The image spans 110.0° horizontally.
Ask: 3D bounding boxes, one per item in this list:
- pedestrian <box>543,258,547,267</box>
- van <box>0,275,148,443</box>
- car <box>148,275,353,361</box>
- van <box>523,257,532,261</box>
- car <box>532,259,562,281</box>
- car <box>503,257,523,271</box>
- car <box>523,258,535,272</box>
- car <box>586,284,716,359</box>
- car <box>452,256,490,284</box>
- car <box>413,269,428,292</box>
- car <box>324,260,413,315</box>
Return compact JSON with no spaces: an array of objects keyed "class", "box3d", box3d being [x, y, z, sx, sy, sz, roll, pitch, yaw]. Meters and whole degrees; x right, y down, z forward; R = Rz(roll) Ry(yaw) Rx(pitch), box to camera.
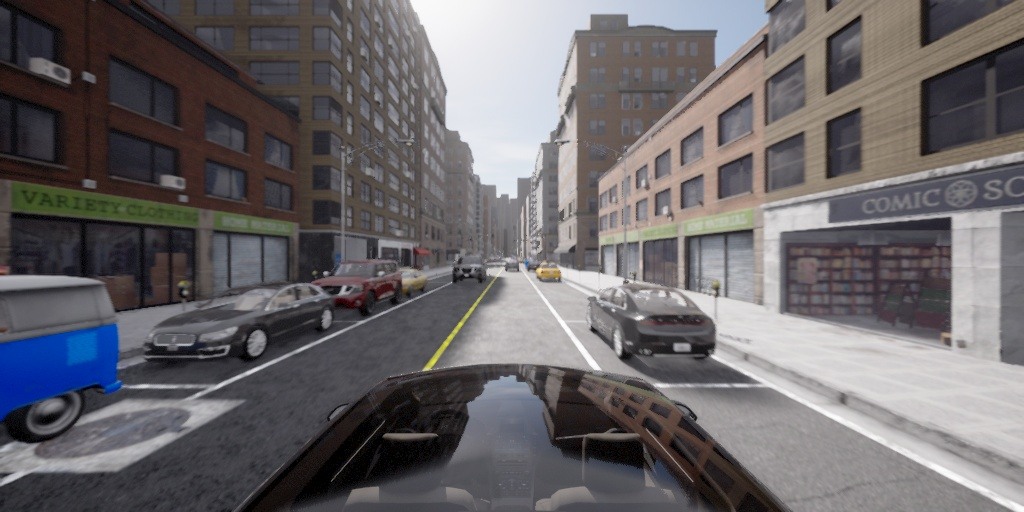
[{"class":"pedestrian","box3d":[2.994,1.071,32.967,0.375,1.860,0.375,0,0,-10]},{"class":"van","box3d":[-5.669,1.091,2.719,1.690,1.789,3.998,0,0,0]},{"class":"car","box3d":[-5.669,1.300,8.170,2.007,1.370,4.403,0,0,0]},{"class":"van","box3d":[2.849,1.108,57.238,1.690,1.789,3.998,0,0,0]},{"class":"car","box3d":[2.996,1.210,29.976,1.801,1.575,5.366,0,0,0]},{"class":"car","box3d":[0.052,1.255,49.641,2.128,1.511,4.902,0,0,0]},{"class":"car","box3d":[2.851,1.327,46.341,1.948,1.339,4.313,0,0,0]},{"class":"car","box3d":[2.856,1.300,8.202,2.007,1.370,4.403,0,0,0]},{"class":"car","box3d":[-3.102,0.978,27.236,2.150,2.045,5.566,0,0,0]},{"class":"car","box3d":[-5.670,1.276,18.901,1.751,1.417,4.829,0,0,0]},{"class":"car","box3d":[-5.670,1.065,13.620,2.192,1.841,5.009,0,0,0]}]
